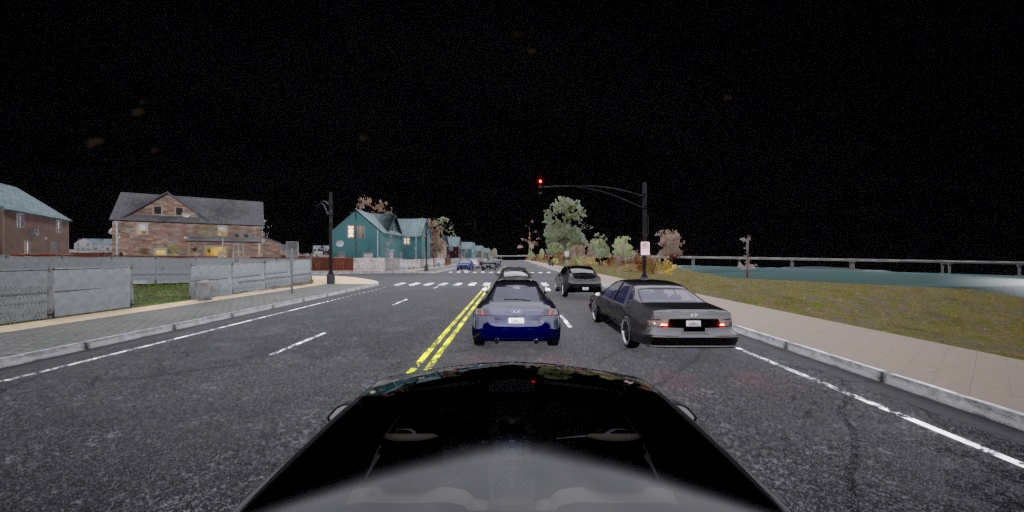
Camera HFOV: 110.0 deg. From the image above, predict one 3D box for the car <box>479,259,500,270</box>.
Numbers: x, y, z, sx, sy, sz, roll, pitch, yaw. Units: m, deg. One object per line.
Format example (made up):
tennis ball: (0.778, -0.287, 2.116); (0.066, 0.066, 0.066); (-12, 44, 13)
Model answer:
car: (-3.247, 1.343, 51.605); (1.994, 1.385, 4.181); (0, 0, 1)

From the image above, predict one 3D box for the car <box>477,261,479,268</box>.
car: (-6.480, 1.316, 59.533); (1.812, 1.442, 4.674); (0, 0, 0)

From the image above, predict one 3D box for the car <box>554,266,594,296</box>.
car: (3.380, 1.256, 18.906); (1.837, 1.490, 4.892); (0, 0, 0)

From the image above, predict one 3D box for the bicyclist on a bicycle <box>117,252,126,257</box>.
bicyclist on a bicycle: (-29.572, 0.544, 27.137); (0.582, 1.620, 1.656); (1, 0, -35)

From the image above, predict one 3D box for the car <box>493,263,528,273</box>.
car: (0.113, 1.277, 18.214); (1.812, 1.442, 4.674); (0, 0, -2)

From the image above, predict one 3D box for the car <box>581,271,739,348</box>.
car: (3.365, 1.297, 9.160); (2.033, 1.411, 5.357); (0, 0, 0)

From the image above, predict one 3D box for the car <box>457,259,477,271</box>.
car: (-6.508, 1.255, 50.347); (1.882, 1.535, 5.008); (0, 0, 1)

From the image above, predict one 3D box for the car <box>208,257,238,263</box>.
car: (-20.985, 0.852, 26.032); (4.902, 1.511, 2.128); (1, -1, -35)

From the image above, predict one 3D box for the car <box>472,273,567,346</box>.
car: (0.108, 1.314, 9.472); (1.994, 1.385, 4.181); (0, 0, 0)
